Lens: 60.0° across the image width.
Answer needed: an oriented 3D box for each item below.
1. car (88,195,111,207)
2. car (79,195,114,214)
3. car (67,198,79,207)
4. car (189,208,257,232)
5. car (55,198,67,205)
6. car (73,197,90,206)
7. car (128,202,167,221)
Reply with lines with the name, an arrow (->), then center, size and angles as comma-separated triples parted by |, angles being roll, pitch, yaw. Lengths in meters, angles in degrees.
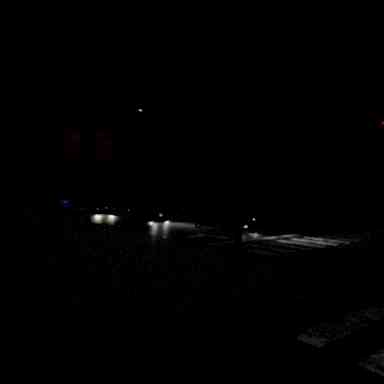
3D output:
car -> -16.060, 1.545, 57.701 | 2.150, 2.045, 5.566 | 0, 0, -35
car -> -11.117, 1.434, 39.340 | 2.150, 2.045, 5.566 | 0, -1, -35
car -> -19.144, 1.904, 56.429 | 1.895, 1.301, 4.718 | 1, 0, -36
car -> 1.867, 1.727, 21.214 | 1.895, 1.301, 4.718 | 1, -1, -36
car -> -25.286, 1.903, 64.990 | 1.994, 1.385, 4.181 | 0, 0, -36
car -> -22.016, 1.863, 66.008 | 1.837, 1.490, 4.892 | 1, 0, -36
car -> -3.993, 1.656, 29.385 | 2.128, 1.511, 4.902 | 0, 0, -36
